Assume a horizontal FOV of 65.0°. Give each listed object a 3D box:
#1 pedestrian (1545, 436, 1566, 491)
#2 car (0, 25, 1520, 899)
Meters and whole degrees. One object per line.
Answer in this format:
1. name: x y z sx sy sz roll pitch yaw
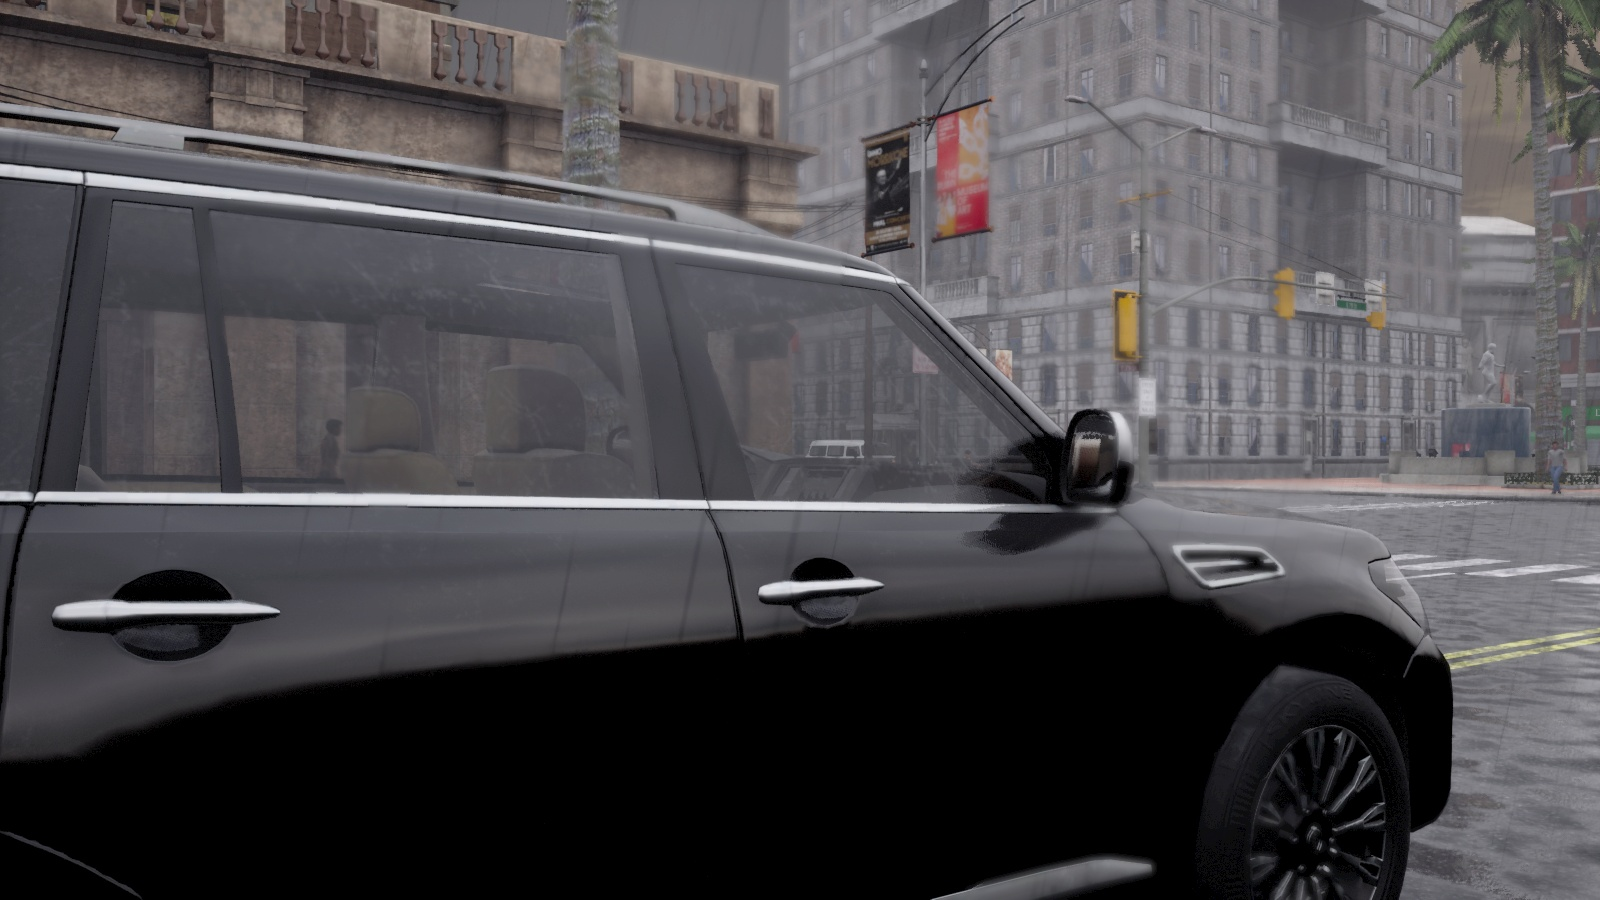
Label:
1. pedestrian: 25.404 0.451 42.210 0.706 1.836 0.354 0 0 -36
2. car: -0.661 0.473 3.201 5.566 2.045 2.150 0 0 -35
